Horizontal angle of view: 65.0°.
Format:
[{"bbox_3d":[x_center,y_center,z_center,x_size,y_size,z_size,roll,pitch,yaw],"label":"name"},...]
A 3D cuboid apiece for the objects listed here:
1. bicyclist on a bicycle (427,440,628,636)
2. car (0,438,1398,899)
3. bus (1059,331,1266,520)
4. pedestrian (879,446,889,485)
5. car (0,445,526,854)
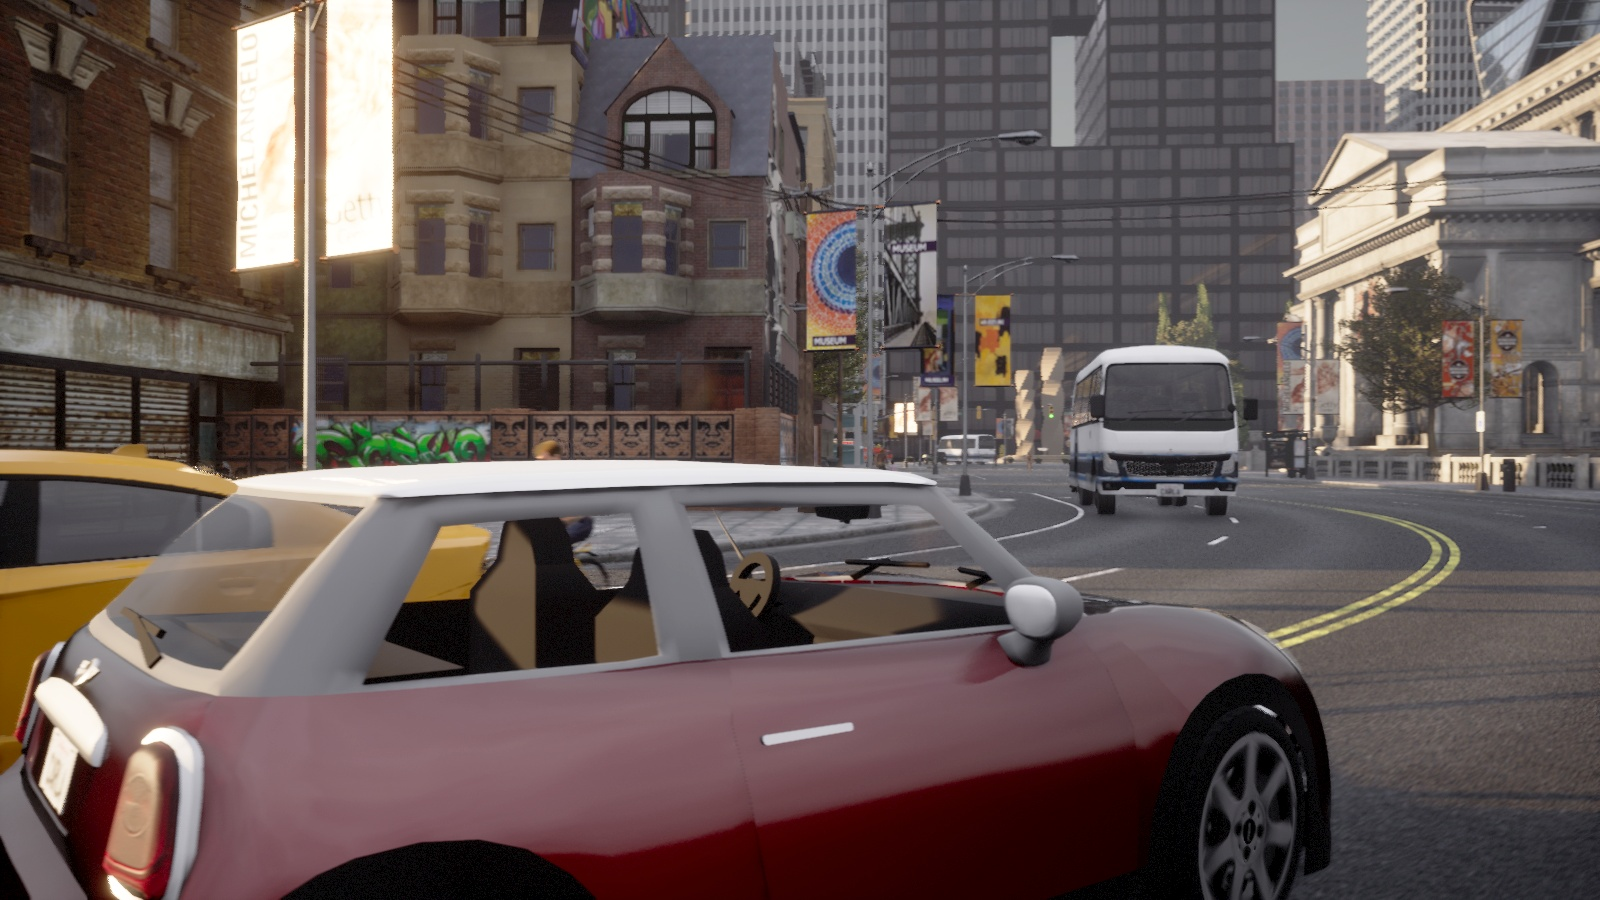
[{"bbox_3d":[-2.403,0.727,11.172,0.866,1.612,1.509,-1,-1,45],"label":"bicyclist on a bicycle"},{"bbox_3d":[-0.139,0.724,3.741,3.806,1.475,1.970,0,0,-38],"label":"car"},{"bbox_3d":[9.287,-0.542,33.703,3.944,4.253,10.273,0,0,8],"label":"bus"},{"bbox_3d":[4.062,0.748,60.956,0.331,1.846,0.634,0,0,18],"label":"pedestrian"},{"bbox_3d":[-3.866,0.752,5.231,5.008,1.535,1.882,0,0,-39],"label":"car"}]
